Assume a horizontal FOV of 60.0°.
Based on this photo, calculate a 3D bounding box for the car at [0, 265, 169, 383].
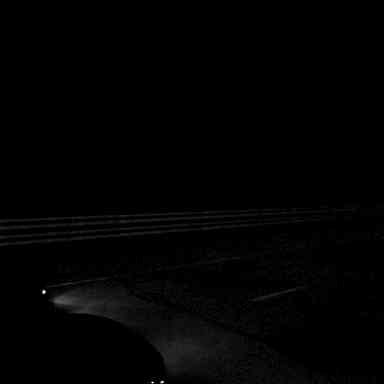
[{"bbox_3d":[-2.420,1.503,2.019,4.892,1.490,1.837,0,0,-35],"label":"car"}]

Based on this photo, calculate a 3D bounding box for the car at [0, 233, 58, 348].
[{"bbox_3d":[-4.896,1.545,4.552,5.357,1.411,2.033,0,0,-35],"label":"car"}]
